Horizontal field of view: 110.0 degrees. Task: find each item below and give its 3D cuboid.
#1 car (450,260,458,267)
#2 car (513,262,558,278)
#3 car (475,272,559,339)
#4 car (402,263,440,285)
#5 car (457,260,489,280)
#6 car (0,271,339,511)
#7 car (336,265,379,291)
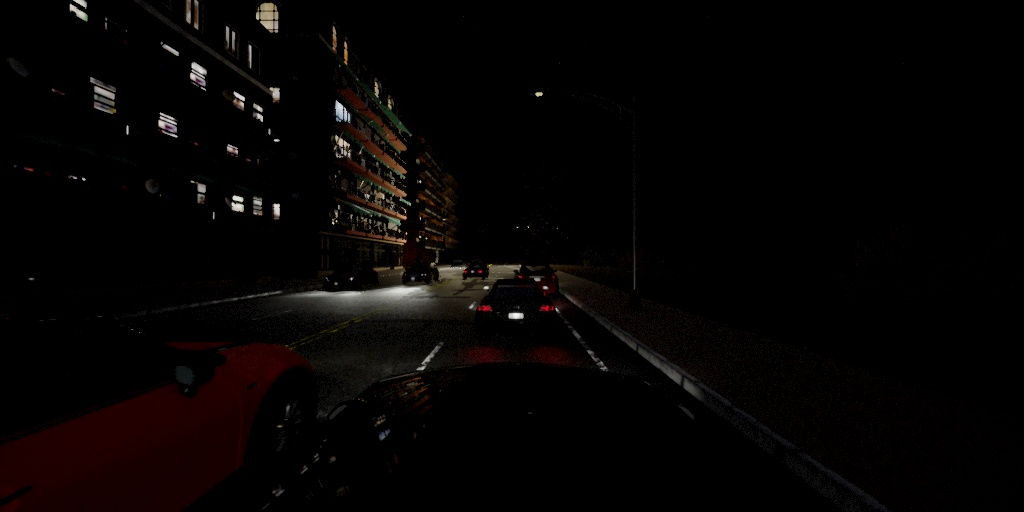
[{"bbox_3d":[-9.701,1.354,63.840,1.895,1.301,4.718,0,0,1],"label":"car"},{"bbox_3d":[1.165,1.104,18.645,2.097,1.767,4.553,0,0,0],"label":"car"},{"bbox_3d":[0.109,1.316,10.066,1.994,1.385,4.181,0,0,1],"label":"car"},{"bbox_3d":[-6.560,1.245,26.204,2.128,1.511,4.902,0,0,0],"label":"car"},{"bbox_3d":[-3.100,1.301,31.311,2.033,1.411,5.357,0,0,1],"label":"car"},{"bbox_3d":[-3.151,1.103,2.019,2.097,1.767,4.553,0,0,0],"label":"car"},{"bbox_3d":[-9.816,1.279,22.336,1.812,1.442,4.674,0,0,0],"label":"car"}]
